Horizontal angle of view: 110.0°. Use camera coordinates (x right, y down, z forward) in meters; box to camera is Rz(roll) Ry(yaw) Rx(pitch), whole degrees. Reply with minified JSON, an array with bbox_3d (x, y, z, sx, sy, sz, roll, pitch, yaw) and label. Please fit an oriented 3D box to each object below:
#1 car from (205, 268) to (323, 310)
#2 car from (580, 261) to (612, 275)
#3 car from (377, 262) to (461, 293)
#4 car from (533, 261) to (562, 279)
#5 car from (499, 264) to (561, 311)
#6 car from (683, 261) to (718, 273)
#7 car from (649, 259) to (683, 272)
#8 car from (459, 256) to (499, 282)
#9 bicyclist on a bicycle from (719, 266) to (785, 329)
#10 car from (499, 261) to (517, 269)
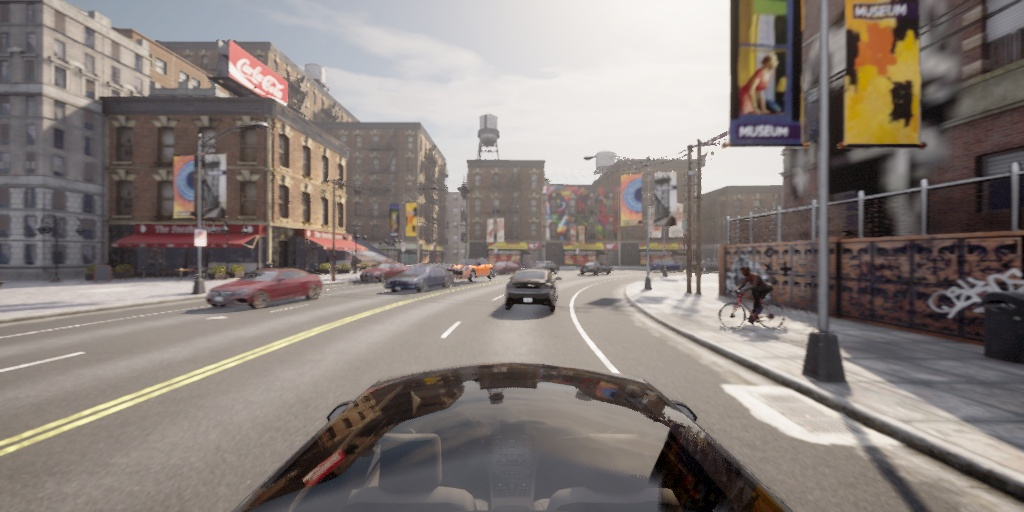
[{"bbox_3d":[-9.821,1.234,14.735,1.812,1.442,4.674,0,0,9],"label":"car"},{"bbox_3d":[9.042,1.300,38.682,1.812,1.442,4.674,0,0,42],"label":"car"},{"bbox_3d":[-5.132,1.272,20.810,2.033,1.411,5.357,0,0,15],"label":"car"},{"bbox_3d":[3.199,1.273,37.774,2.128,1.511,4.902,0,0,37],"label":"car"},{"bbox_3d":[0.917,1.255,14.593,1.837,1.490,4.892,0,0,9],"label":"car"},{"bbox_3d":[24.142,1.334,44.409,4.892,1.490,1.837,1,0,-20],"label":"car"},{"bbox_3d":[20.069,1.167,46.462,4.553,1.767,2.097,0,0,-26],"label":"car"},{"bbox_3d":[-3.101,0.892,26.762,2.097,1.767,4.553,0,0,23],"label":"car"},{"bbox_3d":[6.110,1.072,9.142,1.656,1.620,0.582,0,0,3],"label":"bicyclist on a bicycle"},{"bbox_3d":[-0.895,1.261,37.951,1.812,1.442,4.674,0,0,34],"label":"car"}]
